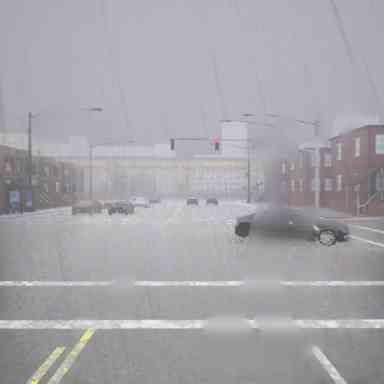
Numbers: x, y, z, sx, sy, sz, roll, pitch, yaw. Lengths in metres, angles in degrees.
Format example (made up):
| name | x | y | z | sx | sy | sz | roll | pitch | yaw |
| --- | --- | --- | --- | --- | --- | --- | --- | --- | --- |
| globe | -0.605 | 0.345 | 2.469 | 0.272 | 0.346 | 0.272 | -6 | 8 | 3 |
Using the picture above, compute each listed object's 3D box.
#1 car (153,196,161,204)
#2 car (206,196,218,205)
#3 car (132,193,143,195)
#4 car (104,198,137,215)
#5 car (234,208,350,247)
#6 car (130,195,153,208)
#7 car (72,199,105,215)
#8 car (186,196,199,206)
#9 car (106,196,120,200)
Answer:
| name | x | y | z | sx | sy | sz | roll | pitch | yaw |
| --- | --- | --- | --- | --- | --- | --- | --- | --- | --- |
| car | -7.021 | 1.560 | 63.637 | 2.033 | 1.411 | 5.357 | 0 | 0 | 0 |
| car | 3.481 | 1.505 | 58.461 | 1.837 | 1.490 | 4.892 | 0 | 0 | 0 |
| car | -10.521 | 1.261 | 63.603 | 2.150 | 2.045 | 5.566 | 0 | 0 | 0 |
| car | -7.107 | 1.601 | 33.639 | 1.895 | 1.301 | 4.718 | 0 | 0 | 0 |
| car | 4.332 | 1.505 | 14.829 | 4.892 | 1.490 | 1.837 | 0 | 1 | 14 |
| car | -7.100 | 1.526 | 46.779 | 1.812 | 1.442 | 4.674 | 0 | 0 | 0 |
| car | -10.609 | 1.478 | 33.865 | 1.882 | 1.535 | 5.008 | 0 | 0 | 0 |
| car | 0.085 | 1.478 | 56.346 | 1.882 | 1.535 | 5.008 | 0 | 0 | 0 |
| car | -10.610 | 1.354 | 44.366 | 2.097 | 1.767 | 4.553 | 0 | 0 | 0 |
